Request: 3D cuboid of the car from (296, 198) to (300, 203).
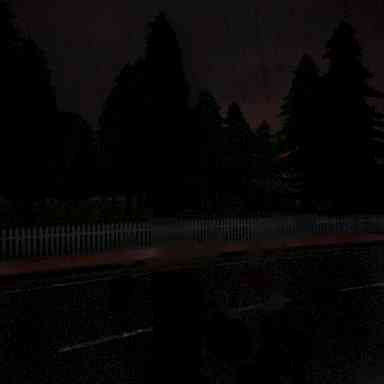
[{"bbox_3d":[20.707,1.603,60.671,2.033,1.411,5.357,0,0,-3],"label":"car"}]
